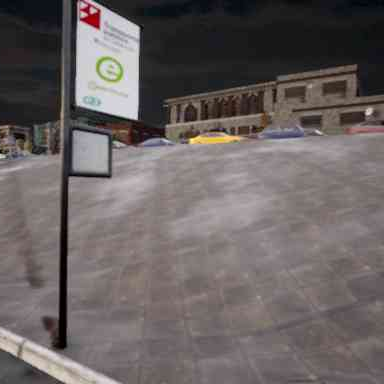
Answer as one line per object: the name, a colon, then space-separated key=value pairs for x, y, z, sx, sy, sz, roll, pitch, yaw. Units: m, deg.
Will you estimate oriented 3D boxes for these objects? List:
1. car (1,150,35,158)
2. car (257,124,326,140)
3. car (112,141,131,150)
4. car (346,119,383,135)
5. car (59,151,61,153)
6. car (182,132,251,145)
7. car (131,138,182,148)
car: x=-20.870 y=-4.420 z=40.856 sx=4.553 sy=1.767 sz=2.185 roll=1 pitch=1 yaw=34
car: x=6.852 y=-3.841 z=22.829 sx=4.553 sy=1.767 sz=2.185 roll=1 pitch=1 yaw=31
car: x=-7.262 y=-4.050 z=31.600 sx=4.892 sy=1.521 sz=2.231 roll=1 pitch=1 yaw=34
car: x=11.845 y=-3.569 z=20.030 sx=4.792 sy=1.488 sz=2.163 roll=1 pitch=1 yaw=29
car: x=-11.828 y=-4.140 z=34.700 sx=4.892 sy=1.521 sz=2.231 roll=1 pitch=1 yaw=34
car: x=2.098 y=-3.828 z=25.645 sx=5.008 sy=1.535 sz=2.097 roll=1 pitch=1 yaw=32
car: x=-2.614 y=-3.902 z=28.573 sx=4.674 sy=1.452 sz=2.002 roll=1 pitch=1 yaw=33
